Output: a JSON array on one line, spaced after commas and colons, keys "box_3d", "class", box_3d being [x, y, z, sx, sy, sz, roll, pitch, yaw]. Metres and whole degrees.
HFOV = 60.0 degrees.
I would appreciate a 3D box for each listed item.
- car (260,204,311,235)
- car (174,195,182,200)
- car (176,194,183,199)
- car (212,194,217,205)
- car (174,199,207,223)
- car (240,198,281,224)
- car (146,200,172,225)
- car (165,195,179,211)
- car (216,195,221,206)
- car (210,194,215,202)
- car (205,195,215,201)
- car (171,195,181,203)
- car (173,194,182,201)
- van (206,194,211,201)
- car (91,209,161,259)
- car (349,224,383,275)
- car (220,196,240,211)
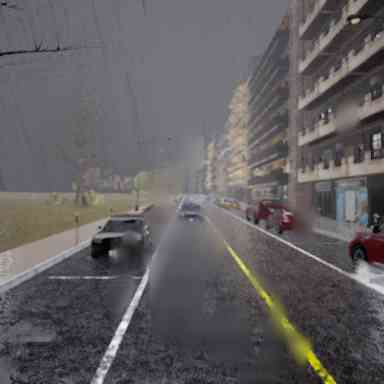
[{"box_3d": [5.355, 1.607, 18.816, 1.802, 1.307, 4.206, 1, 0, -1], "class": "car"}, {"box_3d": [-3.581, 1.436, 85.992, 1.947, 1.339, 4.313, 1, 0, -1], "class": "car"}, {"box_3d": [-3.225, 1.446, 63.379, 2.008, 1.369, 4.403, 1, 0, -1], "class": "car"}, {"box_3d": [4.822, 1.531, 52.777, 2.008, 1.369, 4.403, 1, 0, -1], "class": "car"}, {"box_3d": [-0.072, 1.514, 25.418, 2.033, 1.411, 5.357, 1, 0, -1], "class": "car"}, {"box_3d": [5.271, 1.332, 24.476, 2.192, 1.841, 5.009, 1, 0, -1], "class": "car"}, {"box_3d": [-2.604, 1.528, 23.806, 1.802, 1.307, 4.206, 1, 0, -1], "class": "car"}, {"box_3d": [-2.867, 1.449, 40.596, 1.752, 1.417, 4.829, 1, 0, -1], "class": "car"}, {"box_3d": [4.909, 1.513, 47.288, 1.752, 1.417, 4.829, 1, 0, -1], "class": "car"}, {"box_3d": [4.735, 1.414, 58.438, 1.967, 1.590, 4.097, 1, 0, -1], "class": "car"}, {"box_3d": [4.377, 1.513, 81.079, 1.947, 1.339, 4.313, 1, 0, -1], "class": "car"}, {"box_3d": [-3.314, 1.439, 69.032, 2.008, 1.369, 4.403, 1, 0, -1], "class": "car"}, {"box_3d": [-3.490, 1.316, 80.339, 1.967, 1.590, 4.097, 1, 0, -1], "class": "car"}, {"box_3d": [4.559, 1.301, 69.758, 1.690, 1.788, 3.998, 1, 0, -1], "class": "van"}, {"box_3d": [-2.427, 1.527, 12.499, 1.947, 1.339, 4.313, 1, 0, -1], "class": "car"}, {"box_3d": [5.538, 1.356, 7.495, 2.192, 1.841, 5.009, 1, 0, -1], "class": "car"}, {"box_3d": [4.998, 1.520, 41.627, 1.752, 1.417, 4.829, 1, 0, -1], "class": "car"}]
